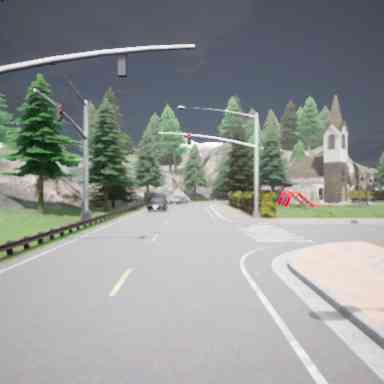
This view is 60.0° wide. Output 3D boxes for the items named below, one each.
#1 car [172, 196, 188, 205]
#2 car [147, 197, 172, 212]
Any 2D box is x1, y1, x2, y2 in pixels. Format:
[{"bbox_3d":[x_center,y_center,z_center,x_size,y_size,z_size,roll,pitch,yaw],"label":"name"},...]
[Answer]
[{"bbox_3d":[-2.186,1.272,52.382,1.895,1.301,4.718,0,0,19],"label":"car"},{"bbox_3d":[-3.564,1.271,34.966,2.128,1.511,4.902,0,0,0],"label":"car"}]
